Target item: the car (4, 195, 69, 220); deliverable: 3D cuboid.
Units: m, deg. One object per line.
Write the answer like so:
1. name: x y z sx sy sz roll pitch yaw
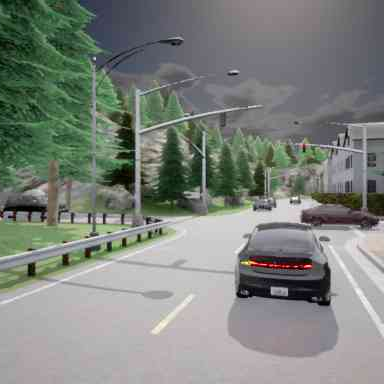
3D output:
1. car: -13.261 1.247 28.377 5.566 2.045 2.150 0 0 17

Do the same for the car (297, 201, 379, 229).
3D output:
1. car: 9.370 1.549 21.410 4.674 1.442 1.812 0 0 17

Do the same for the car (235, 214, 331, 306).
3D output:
1. car: 2.262 1.509 8.184 1.837 1.490 4.892 0 0 17

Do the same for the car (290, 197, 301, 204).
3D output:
1. car: 19.400 1.592 62.506 1.994 1.385 4.181 0 0 18

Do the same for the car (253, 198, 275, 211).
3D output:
1. car: 8.755 1.582 41.075 1.994 1.385 4.181 0 0 18

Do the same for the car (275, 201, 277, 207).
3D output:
1. car: 11.777 1.586 50.608 1.994 1.385 4.181 0 0 18
